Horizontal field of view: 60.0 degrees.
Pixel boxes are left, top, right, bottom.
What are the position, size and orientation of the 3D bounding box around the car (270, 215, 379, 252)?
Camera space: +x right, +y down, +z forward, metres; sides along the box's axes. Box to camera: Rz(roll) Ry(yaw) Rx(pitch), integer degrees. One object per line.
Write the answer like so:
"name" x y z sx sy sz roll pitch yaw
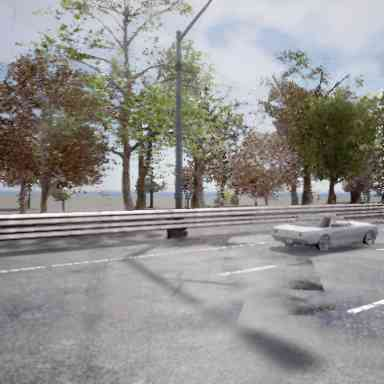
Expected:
"car" 5.603 1.583 13.765 4.718 1.301 1.895 0 0 -31
